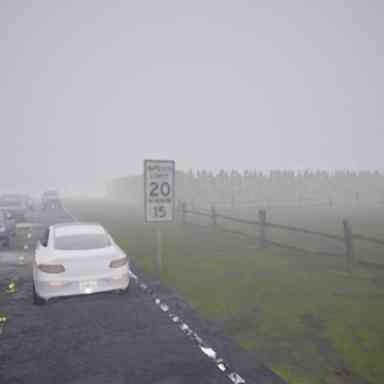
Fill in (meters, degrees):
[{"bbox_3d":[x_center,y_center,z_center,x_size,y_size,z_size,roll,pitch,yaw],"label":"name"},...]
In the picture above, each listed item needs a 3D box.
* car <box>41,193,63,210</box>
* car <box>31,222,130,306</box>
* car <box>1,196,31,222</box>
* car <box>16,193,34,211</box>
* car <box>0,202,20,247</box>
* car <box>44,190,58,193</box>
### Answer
[{"bbox_3d":[-15.248,1.156,36.385,1.837,1.490,4.892,0,1,-23],"label":"car"},{"bbox_3d":[-2.746,1.450,7.937,1.812,1.442,4.674,0,1,-24],"label":"car"},{"bbox_3d":[-12.795,1.275,23.649,1.837,1.490,4.892,0,0,-24],"label":"car"},{"bbox_3d":[-17.308,1.024,33.979,2.097,1.767,4.553,0,0,-24],"label":"car"},{"bbox_3d":[-8.532,1.388,13.996,1.812,1.442,4.674,0,1,-24],"label":"car"},{"bbox_3d":[-19.327,0.784,45.484,2.150,2.045,5.566,0,1,-24],"label":"car"}]
